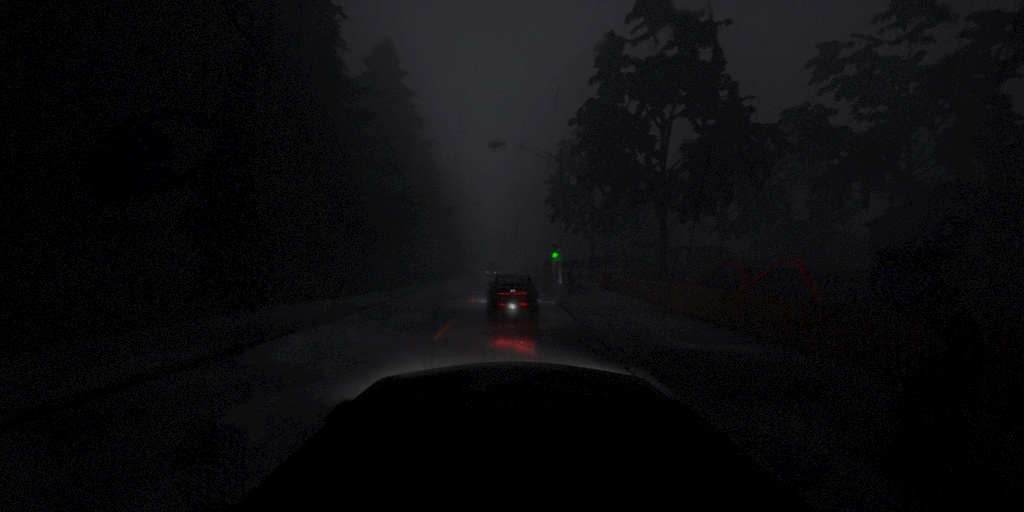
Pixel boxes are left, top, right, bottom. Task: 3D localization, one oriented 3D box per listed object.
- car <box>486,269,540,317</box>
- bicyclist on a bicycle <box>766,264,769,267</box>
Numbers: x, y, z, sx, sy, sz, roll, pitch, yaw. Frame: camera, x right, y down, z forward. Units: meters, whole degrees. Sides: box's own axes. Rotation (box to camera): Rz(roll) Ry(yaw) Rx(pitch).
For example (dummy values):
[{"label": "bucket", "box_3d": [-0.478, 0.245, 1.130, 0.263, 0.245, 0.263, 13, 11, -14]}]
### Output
[{"label": "car", "box_3d": [0.047, 1.424, 14.138, 1.837, 1.490, 4.892, 0, 0, 1]}, {"label": "bicyclist on a bicycle", "box_3d": [20.713, 1.466, 28.925, 0.582, 1.620, 1.656, 0, -1, 0]}]
